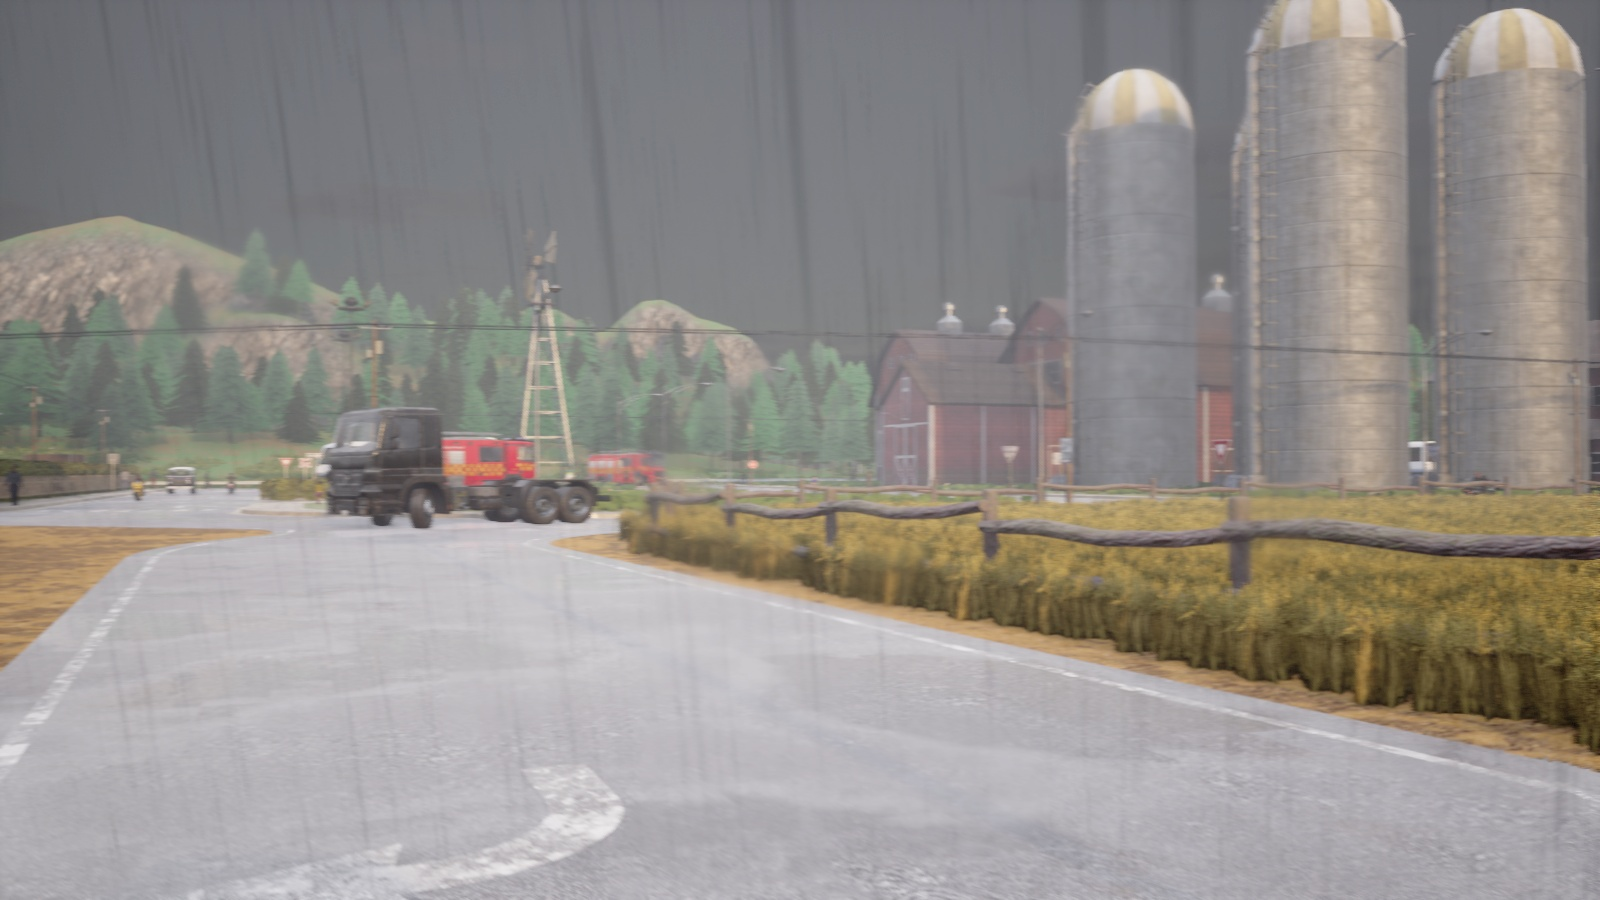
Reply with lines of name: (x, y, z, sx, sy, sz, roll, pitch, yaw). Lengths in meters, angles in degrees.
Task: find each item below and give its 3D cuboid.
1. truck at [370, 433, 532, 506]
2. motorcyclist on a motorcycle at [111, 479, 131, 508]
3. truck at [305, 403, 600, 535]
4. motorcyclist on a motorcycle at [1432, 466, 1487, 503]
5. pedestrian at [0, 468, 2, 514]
truck: (-19.367, 1.062, 70.116, 2.891, 3.827, 8.468, -1, -1, 43)
motorcyclist on a motorcycle: (-37.209, 2.376, 68.834, 0.797, 1.523, 2.044, 0, -1, -22)
truck: (-9.980, 0.556, 36.809, 2.891, 3.462, 7.936, -2, -2, 44)
motorcyclist on a motorcycle: (28.148, 1.476, 53.616, 2.191, 1.530, 0.866, 0, -1, -22)
pedestrian: (-34.860, 1.776, 54.422, 0.423, 1.949, 0.788, 0, -1, -29)
